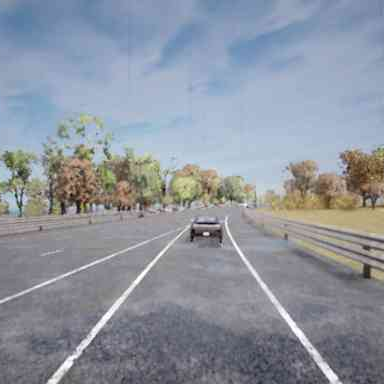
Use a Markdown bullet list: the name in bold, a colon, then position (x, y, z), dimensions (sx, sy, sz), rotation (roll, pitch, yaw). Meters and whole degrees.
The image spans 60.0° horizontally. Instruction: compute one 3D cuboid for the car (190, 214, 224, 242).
- **car**: position (0.901, 2.113, 20.237), dimensions (2.128, 1.511, 4.902), rotation (1, -2, 3)
